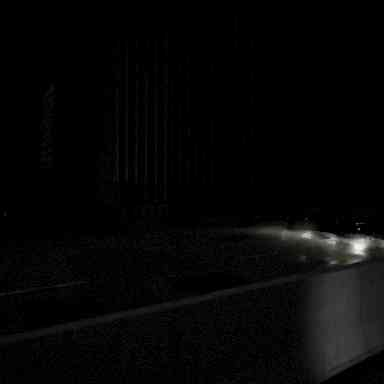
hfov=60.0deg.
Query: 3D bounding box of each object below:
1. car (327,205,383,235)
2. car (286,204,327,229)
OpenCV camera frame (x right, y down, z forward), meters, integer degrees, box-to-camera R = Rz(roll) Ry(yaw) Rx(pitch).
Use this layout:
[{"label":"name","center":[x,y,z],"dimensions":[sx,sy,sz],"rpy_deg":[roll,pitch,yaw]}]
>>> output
[{"label":"car","center":[10.544,1.627,19.881],"dimensions":[5.008,1.535,1.882],"rpy_deg":[1,0,-34]},{"label":"car","center":[8.583,1.628,22.780],"dimensions":[5.008,1.535,1.882],"rpy_deg":[1,0,-34]}]
